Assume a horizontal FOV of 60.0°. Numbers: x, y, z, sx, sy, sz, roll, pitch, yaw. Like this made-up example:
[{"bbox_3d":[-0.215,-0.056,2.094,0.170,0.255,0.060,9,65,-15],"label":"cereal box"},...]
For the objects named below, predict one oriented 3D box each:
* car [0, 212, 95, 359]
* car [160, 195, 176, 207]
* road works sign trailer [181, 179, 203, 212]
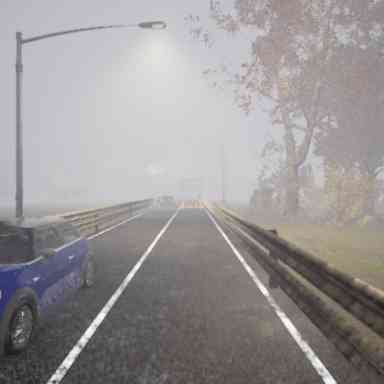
[{"bbox_3d":[-3.349,1.332,5.964,2.097,1.767,4.553,0,0,0],"label":"car"},{"bbox_3d":[-3.330,1.195,47.148,2.097,1.767,4.553,0,0,0],"label":"car"},{"bbox_3d":[0.011,0.340,37.233,2.380,3.560,2.880,0,0,0],"label":"road works sign trailer"}]
